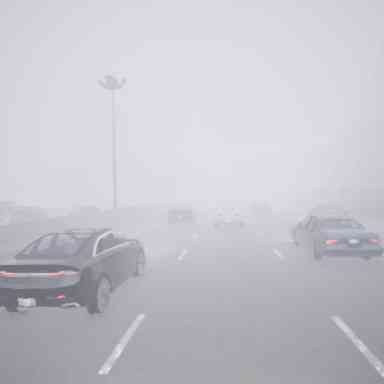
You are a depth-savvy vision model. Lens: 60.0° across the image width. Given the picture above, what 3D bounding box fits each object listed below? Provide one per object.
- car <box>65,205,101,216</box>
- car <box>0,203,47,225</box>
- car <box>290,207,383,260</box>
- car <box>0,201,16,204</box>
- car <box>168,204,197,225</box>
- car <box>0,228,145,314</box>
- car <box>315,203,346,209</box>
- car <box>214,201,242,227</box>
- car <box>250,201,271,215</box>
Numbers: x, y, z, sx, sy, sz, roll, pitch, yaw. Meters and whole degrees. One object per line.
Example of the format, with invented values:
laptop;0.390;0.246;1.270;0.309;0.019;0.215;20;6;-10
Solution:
car;-10.752;2.013;33.395;2.033;1.411;5.357;-1;0;6
car;-14.665;2.019;29.266;2.128;1.511;4.902;-1;0;6
car;4.996;1.514;12.276;2.033;1.411;5.357;-1;0;5
car;-18.089;1.834;30.292;2.150;2.045;5.566;-1;0;6
car;-0.678;1.667;26.436;1.882;1.535;5.008;-1;0;5
car;-2.469;1.600;7.859;2.128;1.511;4.902;-1;0;6
car;9.578;1.483;23.407;2.033;1.411;5.357;-1;0;5
car;2.561;1.623;23.652;1.812;1.442;4.674;-1;0;6
car;7.226;1.616;35.519;2.033;1.411;5.357;-1;0;5
